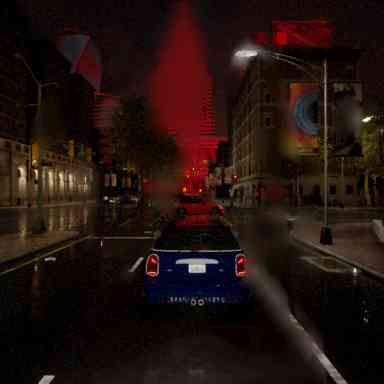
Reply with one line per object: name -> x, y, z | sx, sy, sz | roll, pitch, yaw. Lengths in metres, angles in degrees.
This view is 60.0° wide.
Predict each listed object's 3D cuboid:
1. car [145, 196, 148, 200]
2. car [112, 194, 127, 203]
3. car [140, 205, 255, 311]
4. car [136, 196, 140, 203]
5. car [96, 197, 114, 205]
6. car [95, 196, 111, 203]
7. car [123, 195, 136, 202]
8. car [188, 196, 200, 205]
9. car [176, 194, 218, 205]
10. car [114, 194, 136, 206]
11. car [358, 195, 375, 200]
car -> -11.197, 1.553, 75.785 | 1.994, 1.385, 4.181 | 0, 0, 0
car -> -14.729, 1.352, 68.050 | 2.097, 1.767, 4.553 | 0, 0, 0
car -> 0.105, 1.352, 7.923 | 2.097, 1.767, 4.553 | 0, 0, 0
car -> -11.266, 1.478, 65.912 | 1.882, 1.535, 5.008 | 0, 0, 1
car -> -14.846, 1.547, 57.940 | 2.033, 1.411, 5.357 | 0, 0, 1
car -> -17.980, 1.595, 67.444 | 1.895, 1.301, 4.718 | 0, 0, 0
car -> -14.686, 1.525, 78.451 | 2.128, 1.511, 4.902 | 0, 0, 0
car -> 0.353, 1.547, 62.230 | 2.033, 1.411, 5.357 | 0, 0, 0
car -> 0.672, 1.352, 30.438 | 4.553, 1.767, 2.097 | 0, 0, 0
car -> -11.356, 1.526, 56.764 | 1.812, 1.442, 4.674 | 0, 0, 0
car -> 34.720, 1.481, 68.626 | 2.231, 1.521, 4.892 | 0, 0, 0
